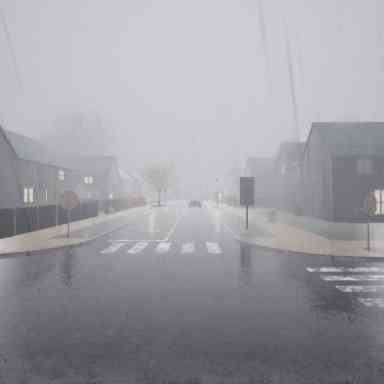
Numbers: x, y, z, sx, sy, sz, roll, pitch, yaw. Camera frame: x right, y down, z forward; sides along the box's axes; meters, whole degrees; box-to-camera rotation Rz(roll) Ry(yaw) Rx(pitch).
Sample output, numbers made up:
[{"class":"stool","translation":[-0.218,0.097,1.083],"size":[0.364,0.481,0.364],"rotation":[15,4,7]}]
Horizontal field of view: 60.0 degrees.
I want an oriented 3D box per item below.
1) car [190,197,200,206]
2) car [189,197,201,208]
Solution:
[{"class":"car","translation":[0.524,1.747,61.660],"size":[1.882,1.535,5.008],"rotation":[0,0,0]},{"class":"car","translation":[0.434,1.685,51.241],"size":[2.128,1.511,4.902],"rotation":[0,0,0]}]
